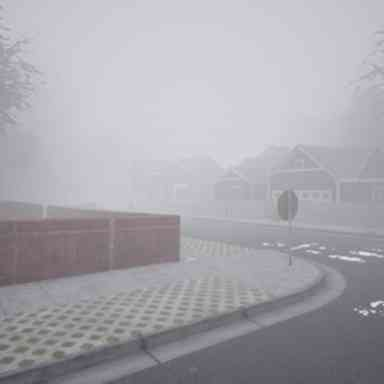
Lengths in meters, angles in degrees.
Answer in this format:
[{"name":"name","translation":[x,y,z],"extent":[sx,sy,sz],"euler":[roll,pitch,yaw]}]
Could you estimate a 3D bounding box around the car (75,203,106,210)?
[{"name":"car","translation":[-10.650,1.810,34.755],"extent":[1.895,1.301,4.718],"euler":[-2,1,-36]}]
